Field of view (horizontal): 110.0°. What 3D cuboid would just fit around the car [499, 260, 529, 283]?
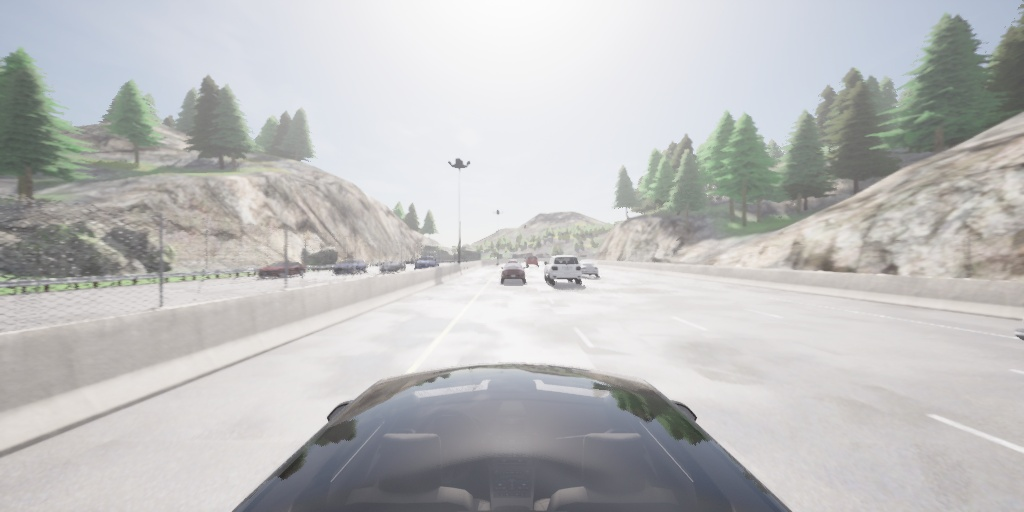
[{"bbox_3d":[0.101,1.274,28.106,1.812,1.442,4.674,0,0,0],"label":"car"}]

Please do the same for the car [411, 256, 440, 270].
[{"bbox_3d":[-10.550,0.966,45.246,2.150,2.045,5.566,0,0,1],"label":"car"}]

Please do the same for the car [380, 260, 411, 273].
[{"bbox_3d":[-14.053,1.239,42.687,2.128,1.511,4.902,0,0,0],"label":"car"}]

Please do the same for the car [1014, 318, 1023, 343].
[{"bbox_3d":[10.594,1.350,4.693,1.895,1.301,4.718,0,0,0],"label":"car"}]

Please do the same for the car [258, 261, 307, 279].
[{"bbox_3d":[-21.078,1.226,33.087,1.882,1.535,5.008,0,0,0],"label":"car"}]

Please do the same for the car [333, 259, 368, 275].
[{"bbox_3d":[-17.568,1.101,39.097,2.097,1.767,4.553,0,0,0],"label":"car"}]

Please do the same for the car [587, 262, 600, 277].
[{"bbox_3d":[7.100,1.273,34.696,1.812,1.442,4.674,0,0,0],"label":"car"}]

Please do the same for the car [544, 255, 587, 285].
[{"bbox_3d":[3.602,0.971,26.064,2.150,2.045,5.566,0,0,0],"label":"car"}]
